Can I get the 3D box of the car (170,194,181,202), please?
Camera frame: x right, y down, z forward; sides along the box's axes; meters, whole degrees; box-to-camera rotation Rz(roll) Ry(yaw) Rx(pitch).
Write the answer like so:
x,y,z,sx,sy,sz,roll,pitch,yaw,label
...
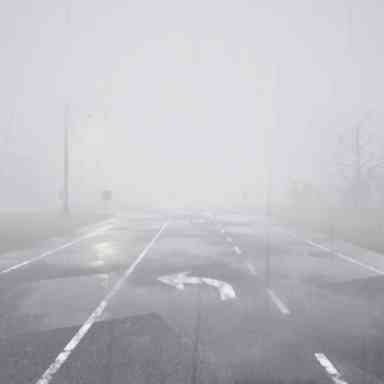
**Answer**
x,y,z,sx,sy,sz,roll,pitch,yaw,label
-3.466,1.238,69.330,2.097,1.767,4.553,0,0,0,car
